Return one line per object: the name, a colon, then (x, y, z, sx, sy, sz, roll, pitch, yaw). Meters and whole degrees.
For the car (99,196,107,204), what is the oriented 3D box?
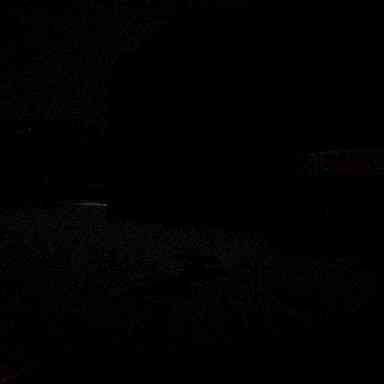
car: (-10.198, 0.871, 44.117, 1.994, 1.385, 4.181, 1, 1, 36)
